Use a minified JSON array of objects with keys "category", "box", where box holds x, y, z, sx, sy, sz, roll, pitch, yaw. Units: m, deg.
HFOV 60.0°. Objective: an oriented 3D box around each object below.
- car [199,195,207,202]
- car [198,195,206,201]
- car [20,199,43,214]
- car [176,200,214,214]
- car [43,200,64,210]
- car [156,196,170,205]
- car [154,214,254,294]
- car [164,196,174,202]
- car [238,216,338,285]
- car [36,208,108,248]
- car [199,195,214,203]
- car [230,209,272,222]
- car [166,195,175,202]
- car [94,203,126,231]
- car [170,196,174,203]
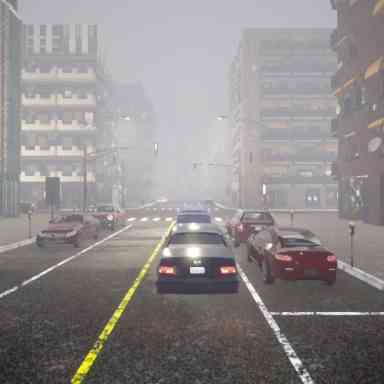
[{"category":"car","box":[2.608,1.556,81.253,1.887,1.381,4.507,1,0,0]},{"category":"car","box":[2.610,1.563,86.923,2.008,1.369,4.403,1,0,0]},{"category":"car","box":[-17.549,1.241,31.845,5.009,1.841,2.192,0,-1,0]},{"category":"car","box":[0.101,1.482,19.547,1.882,1.535,5.008,0,0,0]},{"category":"car","box":[-17.607,1.590,39.721,4.313,1.339,1.947,0,-1,0]},{"category":"car","box":[-5.282,1.535,58.372,1.752,1.417,4.829,1,0,0]},{"category":"car","box":[0.104,1.550,8.905,2.033,1.411,5.357,0,0,0]},{"category":"car","box":[-5.275,1.577,75.555,1.947,1.339,4.313,1,0,0]},{"category":"car","box":[2.578,1.584,9.250,1.802,1.307,4.206,1,0,0]},{"category":"car","box":[-5.305,1.585,14.780,1.802,1.307,4.206,1,0,0]},{"category":"car","box":[2.596,1.560,52.898,2.008,1.369,4.403,1,0,0]},{"category":"car","box":[2.582,1.444,14.799,1.967,1.590,4.097,1,0,0]},{"category":"car","box":[-5.272,1.556,81.226,1.887,1.381,4.507,1,0,0]},{"category":"car","box":[-5.305,1.445,20.329,1.967,1.590,4.097,1,0,0]},{"category":"car","box":[-5.277,1.536,69.714,1.752,1.417,4.829,1,0,0]}]
